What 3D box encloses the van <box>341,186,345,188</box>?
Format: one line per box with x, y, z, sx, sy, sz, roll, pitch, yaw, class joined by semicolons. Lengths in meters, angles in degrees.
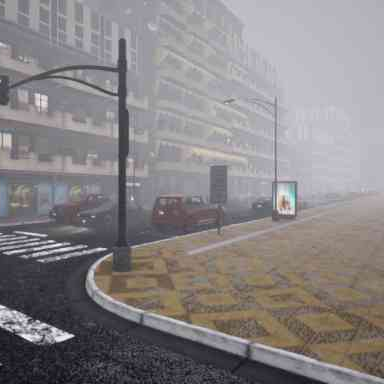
37.540;-0.446;86.039;1.690;1.788;3.998;2;2;35;van

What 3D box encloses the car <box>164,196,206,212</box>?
-0.618;1.069;31.520;1.802;1.307;4.206;2;2;35;car

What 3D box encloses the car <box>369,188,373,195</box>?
34.908;0.095;67.670;1.887;1.381;4.507;1;2;35;car

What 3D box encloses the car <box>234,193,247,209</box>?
3.335;0.979;32.678;2.033;1.411;5.357;0;1;35;car

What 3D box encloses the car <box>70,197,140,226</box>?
-4.638;1.240;21.256;2.033;1.411;5.357;0;1;36;car

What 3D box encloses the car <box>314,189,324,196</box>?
28.000;-0.025;72.410;1.967;1.590;4.097;2;2;35;car

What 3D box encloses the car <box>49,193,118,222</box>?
-6.976;1.009;22.425;2.192;1.841;5.009;1;2;35;car

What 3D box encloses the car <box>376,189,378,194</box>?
44.449;-0.221;81.304;2.008;1.369;4.403;1;2;35;car

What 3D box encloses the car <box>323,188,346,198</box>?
24.697;0.379;57.622;1.994;1.385;4.181;0;1;35;car

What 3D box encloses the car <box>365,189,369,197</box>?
31.728;0.098;63.122;1.967;1.590;4.097;1;2;35;car

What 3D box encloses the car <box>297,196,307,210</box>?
9.464;0.964;31.312;1.947;1.339;4.313;1;2;35;car

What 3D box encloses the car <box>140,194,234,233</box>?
-0.076;1.026;17.671;2.192;1.841;5.009;1;2;35;car

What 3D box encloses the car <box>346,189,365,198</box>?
28.548;0.308;58.581;1.887;1.381;4.507;1;2;35;car

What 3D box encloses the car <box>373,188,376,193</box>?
38.089;-0.012;72.215;1.887;1.381;4.507;1;2;35;car

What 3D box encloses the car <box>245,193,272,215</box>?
6.284;1.069;26.767;1.947;1.339;4.313;1;2;35;car
